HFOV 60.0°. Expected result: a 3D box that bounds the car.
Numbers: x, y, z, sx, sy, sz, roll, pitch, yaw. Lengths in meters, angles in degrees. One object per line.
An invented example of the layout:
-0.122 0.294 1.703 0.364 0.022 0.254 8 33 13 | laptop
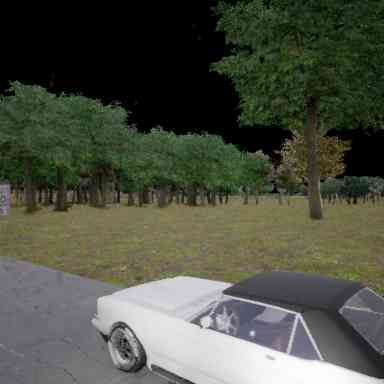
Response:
0.870 1.658 3.949 4.718 1.301 1.895 -1 -2 40 | car
